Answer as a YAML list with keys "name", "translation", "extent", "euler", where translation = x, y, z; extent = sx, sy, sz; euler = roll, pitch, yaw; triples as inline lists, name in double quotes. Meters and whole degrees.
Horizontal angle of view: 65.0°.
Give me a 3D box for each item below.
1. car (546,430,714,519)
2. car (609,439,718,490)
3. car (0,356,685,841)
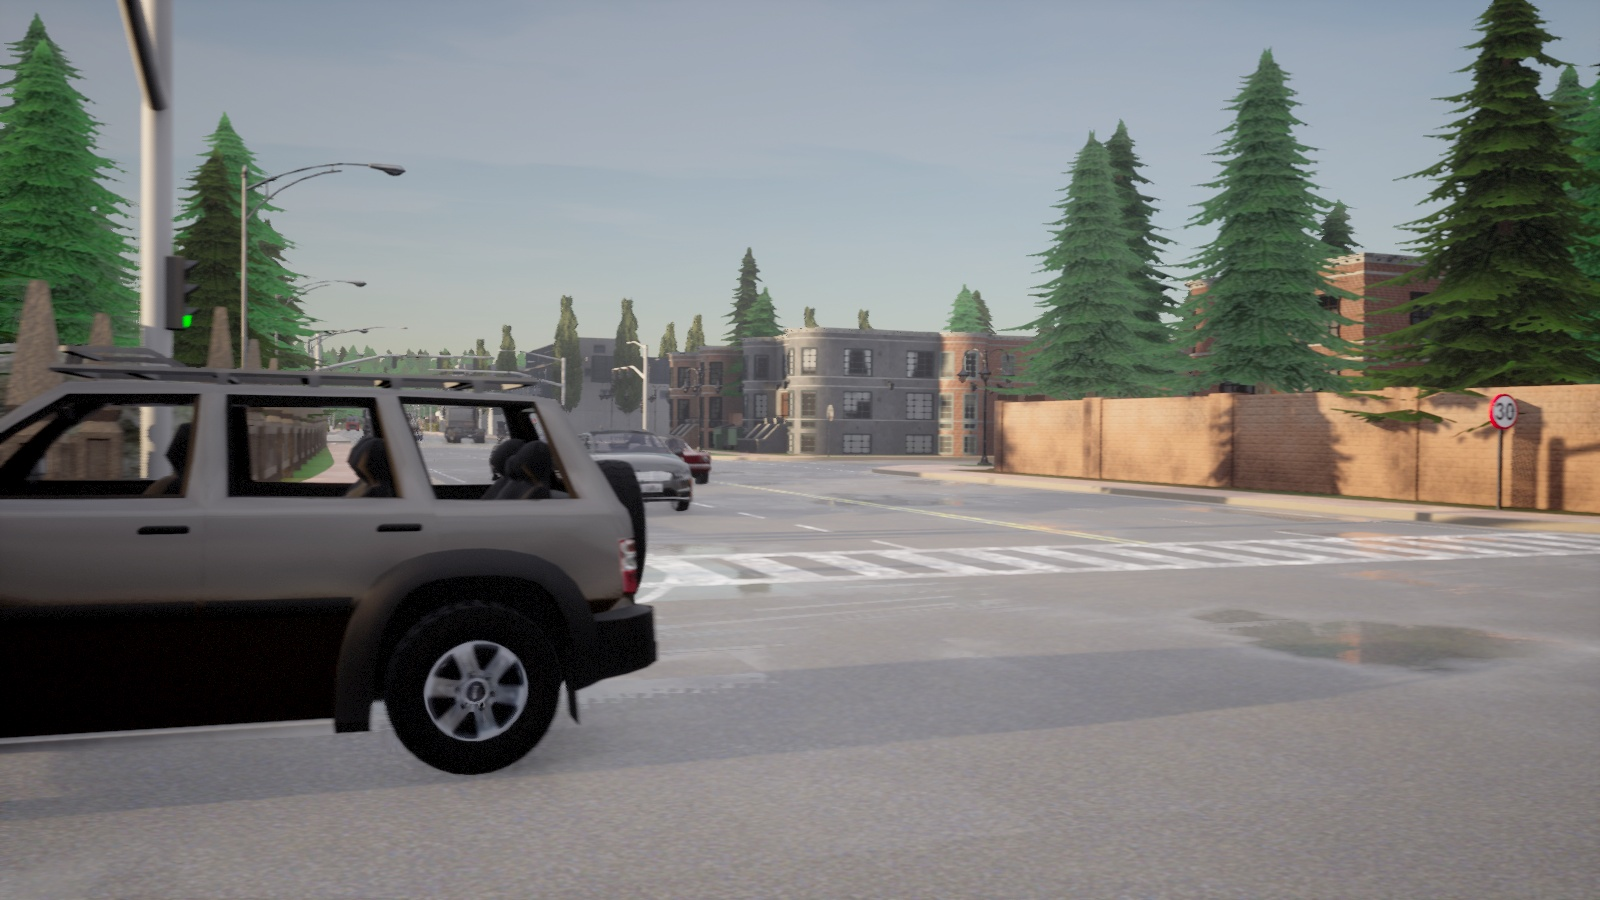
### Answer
- name: "car"
  translation: [-3.422, 0.393, 24.354]
  extent: [2.128, 1.511, 4.902]
  euler: [-1, 1, -21]
- name: "car"
  translation: [-3.928, 0.361, 35.406]
  extent: [1.895, 1.301, 4.718]
  euler: [-1, 1, -21]
- name: "car"
  translation: [-3.024, 0.554, 5.833]
  extent: [4.605, 1.855, 1.932]
  euler: [-1, 1, -21]
